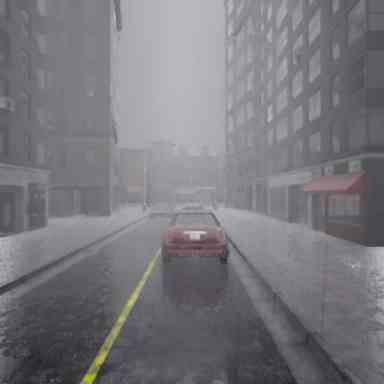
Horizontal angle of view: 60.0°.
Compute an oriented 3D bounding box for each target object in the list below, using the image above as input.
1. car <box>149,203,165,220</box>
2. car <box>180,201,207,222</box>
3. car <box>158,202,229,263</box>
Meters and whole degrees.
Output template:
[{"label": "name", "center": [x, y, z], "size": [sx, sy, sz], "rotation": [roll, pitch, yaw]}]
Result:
[{"label": "car", "center": [-2.586, 1.645, 29.199], "size": [2.033, 1.411, 5.357], "rotation": [0, 0, 0]}, {"label": "car", "center": [0.105, 1.586, 28.097], "size": [2.128, 1.511, 4.902], "rotation": [0, 0, 0]}, {"label": "car", "center": [0.099, 1.394, 12.235], "size": [2.097, 1.767, 4.553], "rotation": [0, 0, 0]}]
